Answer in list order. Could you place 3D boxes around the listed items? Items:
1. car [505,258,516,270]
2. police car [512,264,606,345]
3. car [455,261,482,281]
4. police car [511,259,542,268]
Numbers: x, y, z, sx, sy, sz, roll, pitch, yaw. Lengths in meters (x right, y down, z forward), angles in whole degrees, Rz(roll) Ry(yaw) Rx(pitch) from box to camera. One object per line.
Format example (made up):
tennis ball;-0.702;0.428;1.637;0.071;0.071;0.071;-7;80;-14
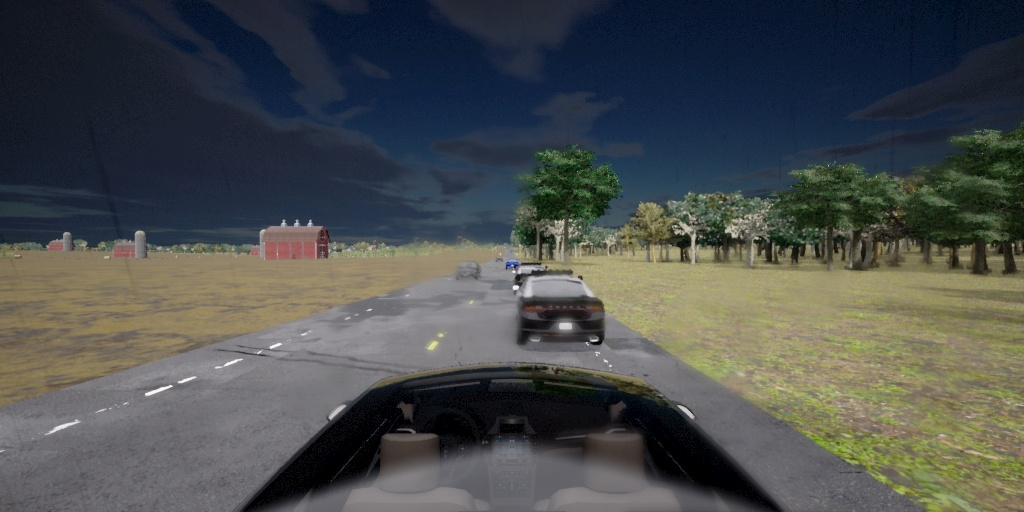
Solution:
car;0.071;1.147;51.655;1.882;1.535;5.008;0;0;0
police car;1.052;1.171;9.612;1.930;1.638;5.238;0;0;0
car;-3.596;1.230;30.228;1.837;1.490;4.892;0;0;0
police car;1.053;1.164;19.613;1.930;1.638;5.238;0;0;0
